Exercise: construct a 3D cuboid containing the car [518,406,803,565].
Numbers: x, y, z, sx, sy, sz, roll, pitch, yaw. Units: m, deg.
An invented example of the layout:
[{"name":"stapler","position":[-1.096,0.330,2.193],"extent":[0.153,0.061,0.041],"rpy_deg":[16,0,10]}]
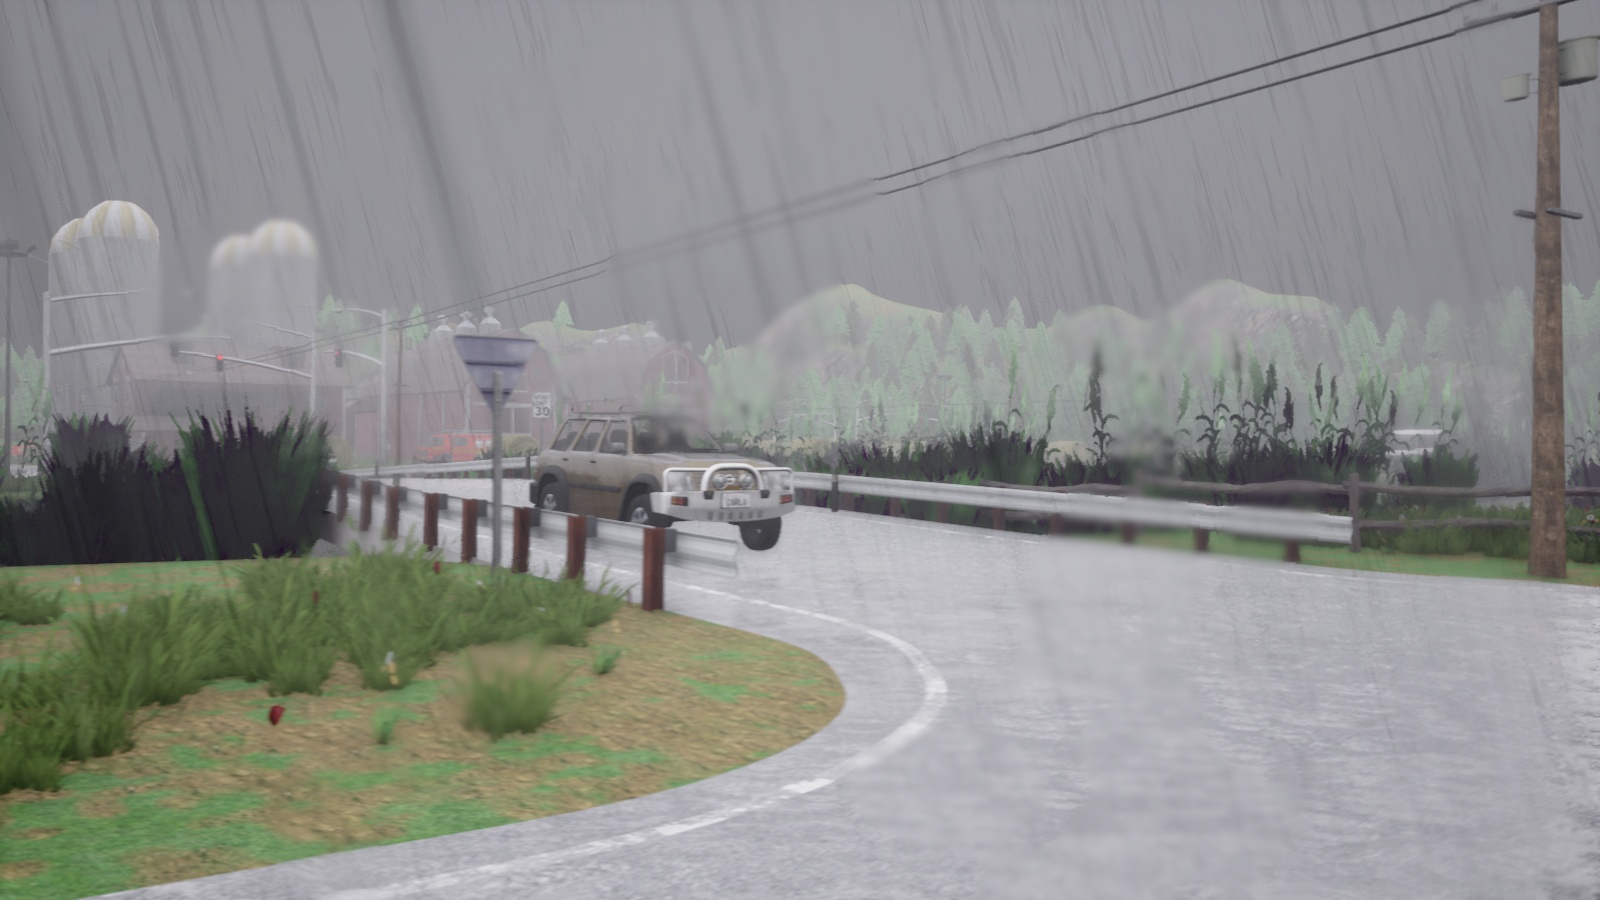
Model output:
[{"name":"car","position":[-2.055,0.355,17.108],"extent":[1.932,1.855,4.605],"rpy_deg":[0,2,-34]}]
